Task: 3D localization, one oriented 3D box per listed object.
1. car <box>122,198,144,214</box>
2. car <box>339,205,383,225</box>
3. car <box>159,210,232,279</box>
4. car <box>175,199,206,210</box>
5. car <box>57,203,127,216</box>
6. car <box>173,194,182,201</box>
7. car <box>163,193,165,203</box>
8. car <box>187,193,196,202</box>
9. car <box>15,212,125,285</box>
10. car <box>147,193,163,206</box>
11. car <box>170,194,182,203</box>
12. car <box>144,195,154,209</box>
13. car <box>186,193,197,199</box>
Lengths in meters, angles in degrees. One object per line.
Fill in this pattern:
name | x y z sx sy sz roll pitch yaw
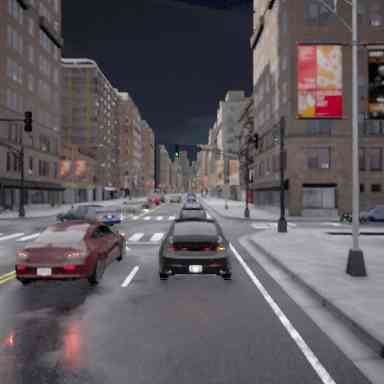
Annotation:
car | -6.640 1.597 35.228 1.895 1.301 4.718 0 0 0
car | 13.795 1.644 24.446 5.357 1.411 2.033 0 -1 -4
car | 0.087 1.507 10.028 1.837 1.490 4.892 0 0 0
car | 0.066 1.535 25.086 2.128 1.511 4.902 0 0 0
car | -6.877 1.542 21.762 5.357 1.411 2.033 0 0 42
car | -3.348 1.280 76.824 1.882 1.535 5.008 0 0 0
car | -6.585 1.200 66.595 2.150 2.045 5.566 0 0 0
car | -0.098 1.195 76.856 2.150 2.045 5.566 0 0 0
car | -3.155 1.527 9.389 1.812 1.442 4.674 0 0 0
car | -6.612 1.208 55.902 2.150 2.045 5.566 0 0 1
car | -3.335 1.541 66.821 1.994 1.385 4.181 0 0 0
car | -6.644 1.518 45.240 1.812 1.442 4.674 0 0 0
car | -0.074 1.504 66.587 1.812 1.442 4.674 0 0 0
